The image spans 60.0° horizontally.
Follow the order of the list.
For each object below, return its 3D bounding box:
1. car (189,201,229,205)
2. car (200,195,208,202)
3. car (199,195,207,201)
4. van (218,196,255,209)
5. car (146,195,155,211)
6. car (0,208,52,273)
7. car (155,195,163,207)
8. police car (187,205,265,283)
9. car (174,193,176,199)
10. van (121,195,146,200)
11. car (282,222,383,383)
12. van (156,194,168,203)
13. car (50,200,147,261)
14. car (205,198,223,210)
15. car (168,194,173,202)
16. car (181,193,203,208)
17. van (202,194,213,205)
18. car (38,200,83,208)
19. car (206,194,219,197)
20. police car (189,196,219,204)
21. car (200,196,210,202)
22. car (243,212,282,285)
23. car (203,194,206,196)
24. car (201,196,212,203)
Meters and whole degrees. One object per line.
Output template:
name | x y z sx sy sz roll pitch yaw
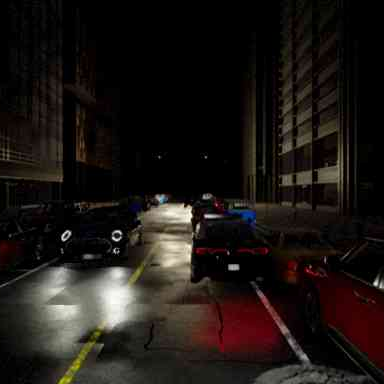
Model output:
car | 0.903 1.500 19.637 1.812 1.442 4.674 0 0 0
car | 2.775 1.436 76.555 1.752 1.417 4.829 0 0 0
car | 2.775 1.431 82.164 1.752 1.417 4.829 0 0 0
van | 2.767 1.314 20.293 1.690 1.788 3.998 0 0 0
car | -5.756 1.268 37.112 2.192 1.841 5.009 0 0 0
car | -5.760 1.427 9.064 1.967 1.590 4.097 0 0 0
car | -5.754 1.491 48.331 2.008 1.369 4.403 0 0 0
police car | 0.901 1.412 9.747 1.930 1.638 5.238 0 0 0
car | -5.749 1.429 87.427 1.752 1.417 4.829 0 0 0
van | -5.757 1.300 31.502 1.690 1.788 3.998 0 0 0
car | 2.764 1.310 3.466 2.192 1.841 5.009 0 0 0
van | -5.753 1.269 59.550 1.690 1.788 3.998 0 0 0
car | -3.098 1.335 12.139 2.097 1.767 4.553 0 0 0
car | 2.770 1.491 42.730 1.887 1.381 4.507 0 0 0
car | -5.751 1.356 70.769 1.967 1.590 4.097 0 0 0
car | 0.032 1.165 46.106 2.150 2.045 5.566 0 0 1
van | 2.773 1.269 59.557 1.690 1.788 3.998 0 0 0
car | -5.759 1.295 14.674 2.192 1.841 5.009 0 0 0
car | 2.768 1.274 31.511 2.192 1.841 5.009 0 0 0
police car | 0.904 1.392 25.747 1.930 1.638 5.238 0 0 0
car | 2.774 1.482 70.776 1.947 1.339 4.313 0 0 0
car | 2.765 1.513 9.245 1.752 1.417 4.829 0 0 0
car | 2.771 1.380 48.339 1.967 1.590 4.097 0 0 0
car | 2.773 1.467 65.166 1.887 1.381 4.507 0 0 0
